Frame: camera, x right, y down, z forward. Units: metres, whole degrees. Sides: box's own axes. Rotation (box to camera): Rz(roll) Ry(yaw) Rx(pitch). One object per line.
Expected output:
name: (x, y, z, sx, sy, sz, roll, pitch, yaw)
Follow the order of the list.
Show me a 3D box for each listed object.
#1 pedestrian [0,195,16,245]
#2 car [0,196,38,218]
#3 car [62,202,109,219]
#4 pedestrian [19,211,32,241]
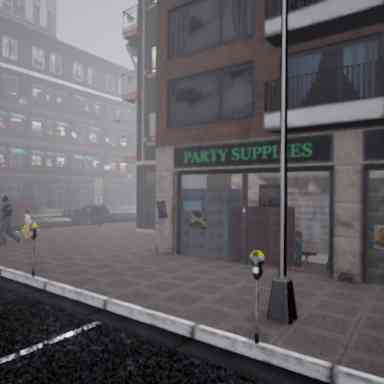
pedestrian: (-6.732, 0.982, 12.010, 0.375, 1.860, 0.375, 1, 0, 35)
car: (-14.947, 1.250, 26.710, 2.192, 1.841, 5.009, -1, -1, 35)
car: (-9.501, 1.627, 29.975, 1.994, 1.385, 4.181, 1, -1, 35)
pedestrian: (-6.534, 1.284, 13.330, 0.375, 1.300, 0.375, 1, 0, 35)
